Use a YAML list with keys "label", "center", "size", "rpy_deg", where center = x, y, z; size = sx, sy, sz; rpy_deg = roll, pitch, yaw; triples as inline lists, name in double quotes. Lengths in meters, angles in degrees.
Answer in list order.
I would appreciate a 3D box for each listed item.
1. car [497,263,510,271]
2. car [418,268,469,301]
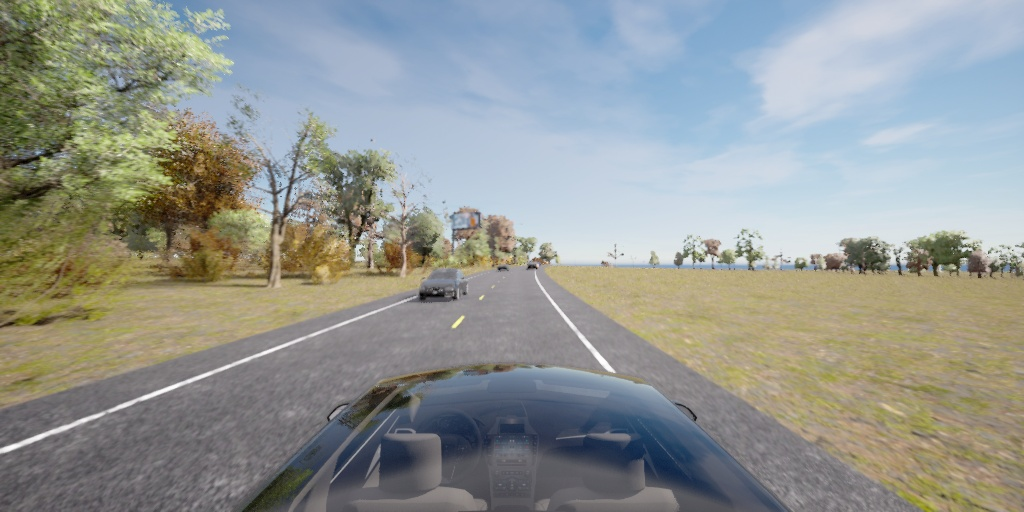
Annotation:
- label: "car"
  center: [-1.414, 1.897, 59.868]
  size: [1.895, 1.301, 4.718]
  rpy_deg: [0, -1, 5]
- label: "car"
  center: [-3.405, 1.412, 18.525]
  size: [1.837, 1.490, 4.892]
  rpy_deg: [0, -1, 1]
